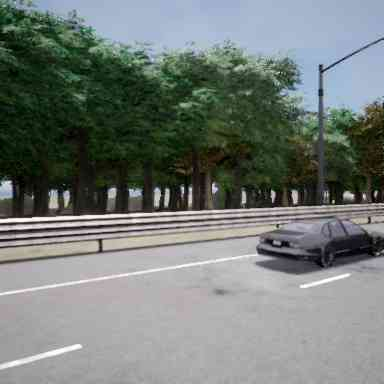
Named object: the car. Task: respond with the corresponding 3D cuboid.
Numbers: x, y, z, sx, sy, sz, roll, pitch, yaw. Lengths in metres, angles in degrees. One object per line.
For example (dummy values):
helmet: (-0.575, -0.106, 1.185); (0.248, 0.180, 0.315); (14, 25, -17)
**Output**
car: (4.565, 1.555, 11.299); (5.357, 1.411, 2.033); (0, 0, -35)
